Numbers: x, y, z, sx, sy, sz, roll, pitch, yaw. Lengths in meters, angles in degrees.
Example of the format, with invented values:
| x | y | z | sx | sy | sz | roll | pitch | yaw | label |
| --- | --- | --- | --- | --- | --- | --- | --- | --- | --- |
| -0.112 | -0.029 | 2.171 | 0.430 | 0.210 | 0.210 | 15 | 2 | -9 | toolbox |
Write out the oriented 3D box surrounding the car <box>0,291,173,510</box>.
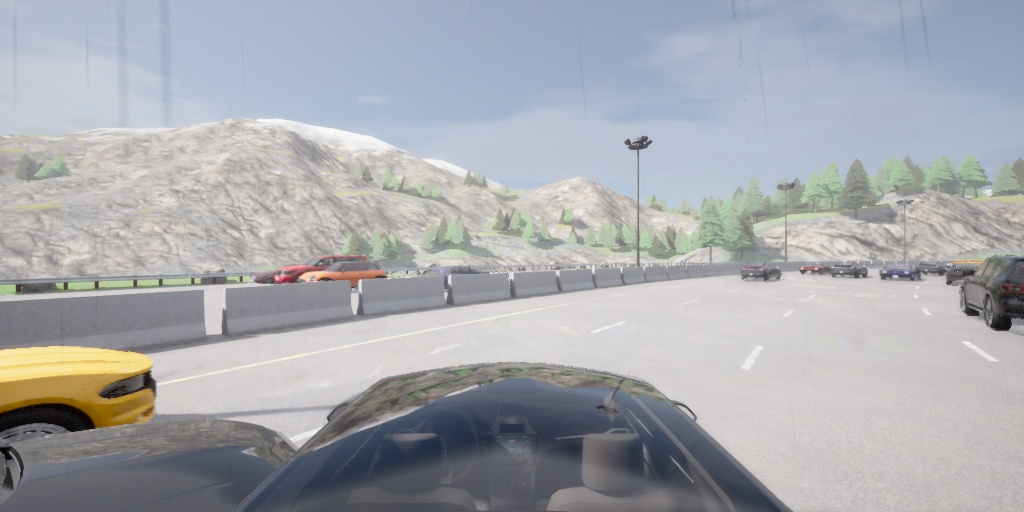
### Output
| x | y | z | sx | sy | sz | roll | pitch | yaw | label |
| --- | --- | --- | --- | --- | --- | --- | --- | --- | --- |
| -5.669 | 1.227 | 2.174 | 1.882 | 1.535 | 5.008 | 0 | 0 | 37 | car |

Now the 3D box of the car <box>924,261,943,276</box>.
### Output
| x | y | z | sx | sy | sz | roll | pitch | yaw | label |
| --- | --- | --- | --- | --- | --- | --- | --- | --- | --- |
| 43.324 | 1.242 | 36.882 | 4.902 | 1.511 | 2.128 | 0 | 0 | -31 | car |

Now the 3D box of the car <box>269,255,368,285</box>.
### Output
| x | y | z | sx | sy | sz | roll | pitch | yaw | label |
| --- | --- | --- | --- | --- | --- | --- | --- | --- | --- |
| -11.738 | 0.971 | 22.800 | 2.150 | 2.045 | 5.566 | 0 | 0 | 41 | car |

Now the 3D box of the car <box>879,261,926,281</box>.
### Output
| x | y | z | sx | sy | sz | roll | pitch | yaw | label |
| --- | --- | --- | --- | --- | --- | --- | --- | --- | --- |
| 32.277 | 1.351 | 29.729 | 4.718 | 1.301 | 1.895 | 0 | 0 | -35 | car |

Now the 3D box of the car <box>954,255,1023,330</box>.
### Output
| x | y | z | sx | sy | sz | roll | pitch | yaw | label |
| --- | --- | --- | --- | --- | --- | --- | --- | --- | --- |
| 14.838 | 0.973 | 10.145 | 2.150 | 2.045 | 5.566 | 0 | 0 | 44 | car |

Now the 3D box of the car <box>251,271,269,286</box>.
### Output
| x | y | z | sx | sy | sz | roll | pitch | yaw | label |
| --- | --- | --- | --- | --- | --- | --- | --- | --- | --- |
| -14.922 | 1.276 | 24.431 | 1.812 | 1.442 | 4.674 | 0 | 0 | 41 | car |

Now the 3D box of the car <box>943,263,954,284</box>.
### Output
| x | y | z | sx | sy | sz | roll | pitch | yaw | label |
| --- | --- | --- | --- | --- | --- | --- | --- | --- | --- |
| 32.338 | 1.256 | 25.414 | 4.892 | 1.490 | 1.837 | 0 | 0 | -37 | car |

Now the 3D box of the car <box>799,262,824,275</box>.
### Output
| x | y | z | sx | sy | sz | roll | pitch | yaw | label |
| --- | --- | --- | --- | --- | --- | --- | --- | --- | --- |
| 32.939 | 1.351 | 38.709 | 4.718 | 1.301 | 1.895 | 0 | 0 | -34 | car |

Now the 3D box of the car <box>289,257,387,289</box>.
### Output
| x | y | z | sx | sy | sz | roll | pitch | yaw | label |
| --- | --- | --- | --- | --- | --- | --- | --- | --- | --- |
| -9.418 | 1.102 | 20.086 | 2.097 | 1.767 | 4.553 | 0 | 0 | 41 | car |

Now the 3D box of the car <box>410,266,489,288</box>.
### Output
| x | y | z | sx | sy | sz | roll | pitch | yaw | label |
| --- | --- | --- | --- | --- | --- | --- | --- | --- | --- |
| -3.635 | 1.297 | 21.410 | 2.033 | 1.411 | 5.357 | 0 | 0 | 42 | car |

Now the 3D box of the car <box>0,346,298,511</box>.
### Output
| x | y | z | sx | sy | sz | roll | pitch | yaw | label |
| --- | --- | --- | --- | --- | --- | --- | --- | --- | --- |
| -2.984 | 1.255 | 0.567 | 4.892 | 1.490 | 1.837 | 0 | 0 | -45 | car |

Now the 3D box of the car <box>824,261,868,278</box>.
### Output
| x | y | z | sx | sy | sz | roll | pitch | yaw | label |
| --- | --- | --- | --- | --- | --- | --- | --- | --- | --- |
| 31.385 | 1.242 | 33.364 | 4.902 | 1.511 | 2.128 | 0 | 0 | -35 | car |

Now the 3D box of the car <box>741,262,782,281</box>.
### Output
| x | y | z | sx | sy | sz | roll | pitch | yaw | label |
| --- | --- | --- | --- | --- | --- | --- | --- | --- | --- |
| 20.626 | 1.240 | 29.604 | 4.902 | 1.511 | 2.128 | 0 | 0 | -39 | car |
